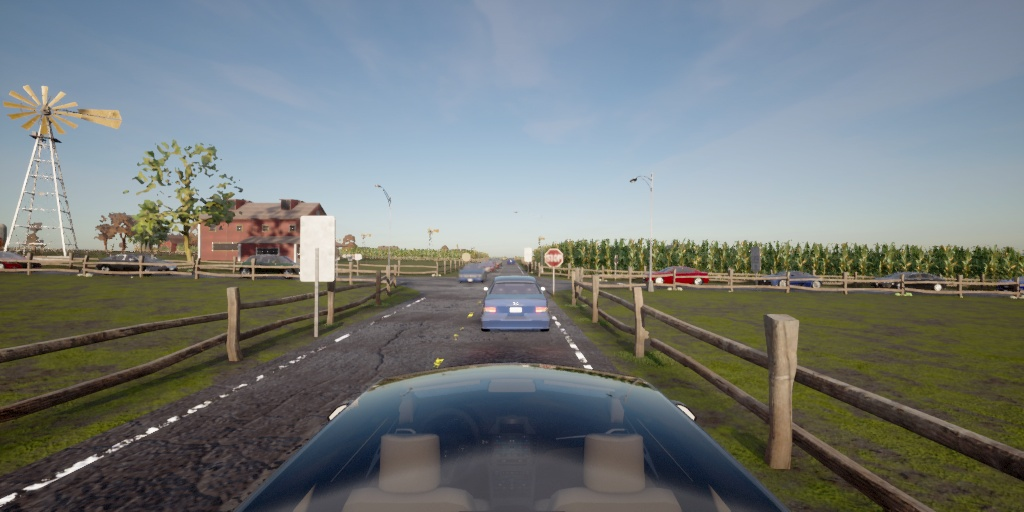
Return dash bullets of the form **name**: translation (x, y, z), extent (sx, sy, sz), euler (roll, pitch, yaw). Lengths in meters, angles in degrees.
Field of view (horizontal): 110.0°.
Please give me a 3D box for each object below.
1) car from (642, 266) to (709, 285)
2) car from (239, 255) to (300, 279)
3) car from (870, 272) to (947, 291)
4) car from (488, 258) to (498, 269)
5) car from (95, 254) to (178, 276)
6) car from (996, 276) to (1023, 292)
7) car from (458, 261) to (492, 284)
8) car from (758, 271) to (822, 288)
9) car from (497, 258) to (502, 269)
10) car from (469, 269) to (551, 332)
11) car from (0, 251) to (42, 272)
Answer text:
- **car**: translation (13.143, 1.588, 28.930), extent (5.008, 1.535, 1.882), euler (1, -1, 0)
- **car**: translation (-17.094, 0.721, 26.162), extent (4.553, 1.767, 2.097), euler (1, -1, 0)
- **car**: translation (31.777, 2.046, 28.816), extent (4.892, 1.490, 1.837), euler (1, -1, 0)
- **car**: translation (-2.941, 1.297, 43.045), extent (1.812, 1.442, 4.674), euler (0, 0, 0)
- **car**: translation (-27.303, 0.623, 26.221), extent (4.902, 1.511, 2.128), euler (1, -1, 0)
- **car**: translation (42.149, 2.257, 28.723), extent (5.008, 1.535, 1.882), euler (1, -1, 1)
- **car**: translation (-2.909, 1.307, 27.514), extent (2.033, 1.411, 5.357), euler (0, 0, 0)
- **car**: translation (22.344, 1.888, 28.885), extent (4.181, 1.385, 1.994), euler (1, -1, 0)
- **car**: translation (-2.958, 1.137, 55.801), extent (2.097, 1.767, 4.553), euler (0, 0, 0)
- **car**: translation (0.081, 1.300, 10.851), extent (2.033, 1.411, 5.357), euler (0, 0, 0)
- **car**: translation (-37.746, 0.369, 26.294), extent (5.008, 1.535, 1.882), euler (1, -1, 0)
